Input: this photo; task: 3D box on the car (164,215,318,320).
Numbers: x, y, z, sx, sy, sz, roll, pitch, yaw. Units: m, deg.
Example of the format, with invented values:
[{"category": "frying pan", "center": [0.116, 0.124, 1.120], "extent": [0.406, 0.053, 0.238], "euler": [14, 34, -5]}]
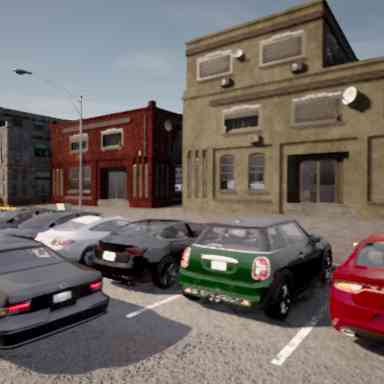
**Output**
[{"category": "car", "center": [1.712, 1.337, 7.695], "extent": [2.185, 1.767, 4.553], "euler": [0, 0, 36]}]

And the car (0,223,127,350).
[{"category": "car", "center": [-3.865, 1.511, 6.135], "extent": [5.357, 1.411, 2.033], "euler": [0, 0, 36]}]

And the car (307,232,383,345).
[{"category": "car", "center": [3.971, 1.479, 6.116], "extent": [2.097, 1.535, 5.008], "euler": [0, 0, 36]}]

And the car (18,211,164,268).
[{"category": "car", "center": [-2.791, 1.474, 10.943], "extent": [2.002, 1.452, 4.674], "euler": [0, 0, 36]}]

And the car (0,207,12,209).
[{"category": "car", "center": [-7.265, 1.441, 14.102], "extent": [2.163, 1.488, 4.792], "euler": [0, 0, 36]}]

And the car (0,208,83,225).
[{"category": "car", "center": [-5.022, 1.451, 12.502], "extent": [2.163, 1.488, 4.792], "euler": [0, 0, 36]}]
